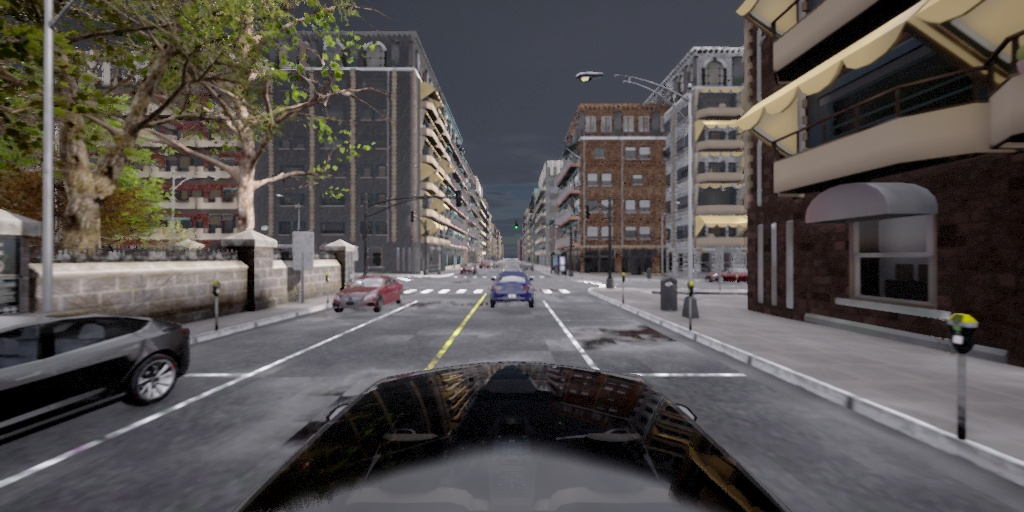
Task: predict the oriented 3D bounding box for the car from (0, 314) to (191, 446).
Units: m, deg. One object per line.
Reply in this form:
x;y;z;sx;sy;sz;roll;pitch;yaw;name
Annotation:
-5.689;1.334;3.632;1.948;1.339;4.313;0;0;0;car

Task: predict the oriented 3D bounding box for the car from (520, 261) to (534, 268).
2.697;1.831;58.381;2.007;1.370;4.403;0;0;0;car

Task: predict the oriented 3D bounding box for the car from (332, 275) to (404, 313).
-5.688;1.453;14.702;1.802;1.307;4.207;0;0;0;car

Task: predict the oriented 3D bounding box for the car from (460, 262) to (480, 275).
-5.684;1.614;47.111;1.967;1.591;4.097;0;0;0;car

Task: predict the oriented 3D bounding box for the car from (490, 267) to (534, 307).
0.005;1.411;16.232;1.812;1.442;4.674;0;0;0;car

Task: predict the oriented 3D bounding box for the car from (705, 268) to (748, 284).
21.384;1.887;35.541;4.097;1.591;1.967;0;0;-1;car
